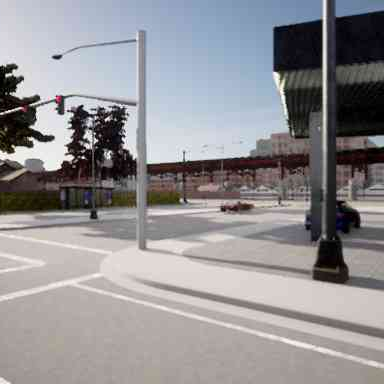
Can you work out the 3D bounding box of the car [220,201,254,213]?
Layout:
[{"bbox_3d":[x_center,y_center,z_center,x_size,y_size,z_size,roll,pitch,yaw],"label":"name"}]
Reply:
[{"bbox_3d":[5.037,1.617,36.851,1.895,1.301,4.718,0,0,36],"label":"car"}]

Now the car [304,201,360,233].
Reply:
[{"bbox_3d":[7.986,1.299,18.775,2.242,1.667,4.611,0,0,37],"label":"car"}]
